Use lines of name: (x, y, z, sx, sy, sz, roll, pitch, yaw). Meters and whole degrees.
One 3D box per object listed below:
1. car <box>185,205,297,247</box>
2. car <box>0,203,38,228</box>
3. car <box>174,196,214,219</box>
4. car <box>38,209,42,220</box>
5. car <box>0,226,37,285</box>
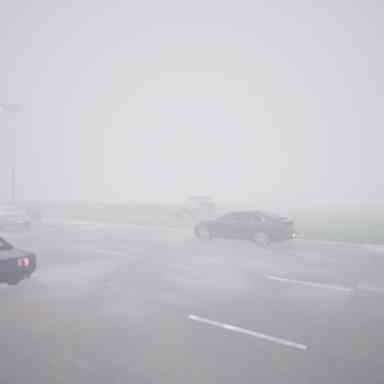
car: (2.292, 1.552, 15.294, 4.892, 1.490, 1.837, 0, 0, 36)
car: (-12.201, 1.575, 21.450, 4.674, 1.442, 1.812, 0, 0, 36)
car: (0.384, 1.294, 27.564, 1.905, 1.878, 3.866, 0, 0, 36)
car: (-14.127, 1.627, 27.173, 4.181, 1.385, 1.994, 0, 0, 36)
car: (-5.987, 1.619, 8.325, 4.718, 1.301, 1.895, 0, 0, 36)
